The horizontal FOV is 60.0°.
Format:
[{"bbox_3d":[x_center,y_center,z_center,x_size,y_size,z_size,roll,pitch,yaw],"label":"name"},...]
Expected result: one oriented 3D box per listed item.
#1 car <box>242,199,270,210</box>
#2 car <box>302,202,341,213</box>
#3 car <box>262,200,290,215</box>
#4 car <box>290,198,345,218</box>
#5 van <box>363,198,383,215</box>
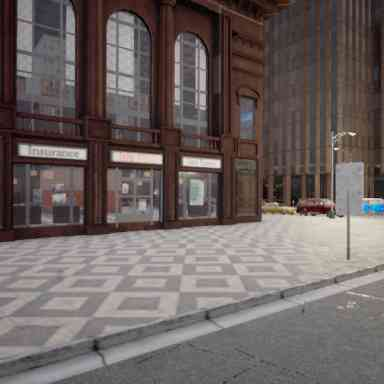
[{"bbox_3d":[9.850,1.914,51.359,1.967,1.590,4.097,0,0,-35],"label":"car"},{"bbox_3d":[16.340,1.919,42.172,1.802,1.307,4.206,0,0,-35],"label":"car"},{"bbox_3d":[9.479,1.815,37.108,1.752,1.417,4.829,0,0,-35],"label":"car"},{"bbox_3d":[12.623,1.539,32.654,2.192,1.841,5.009,0,0,-35],"label":"car"},{"bbox_3d":[19.582,1.610,37.579,1.690,1.788,3.998,0,0,-35],"label":"van"}]
